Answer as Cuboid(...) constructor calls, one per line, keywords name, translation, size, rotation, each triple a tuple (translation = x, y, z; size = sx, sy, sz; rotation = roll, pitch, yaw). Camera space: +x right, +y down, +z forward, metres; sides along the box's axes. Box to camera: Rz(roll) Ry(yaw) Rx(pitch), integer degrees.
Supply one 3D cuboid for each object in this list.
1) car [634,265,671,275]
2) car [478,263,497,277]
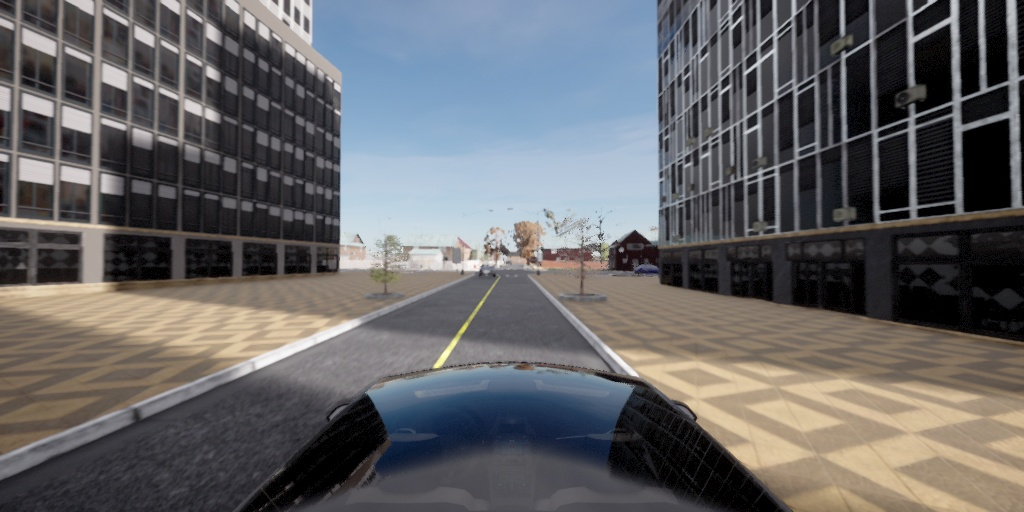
Cuboid(name="car", translation=(18.813, 1.892, 48.234), size=(4.674, 1.442, 1.812), rotation=(1, -1, 8))
Cuboid(name="car", translation=(-2.758, 1.609, 40.903), size=(2.128, 1.511, 4.902), rotation=(0, -1, 0))
